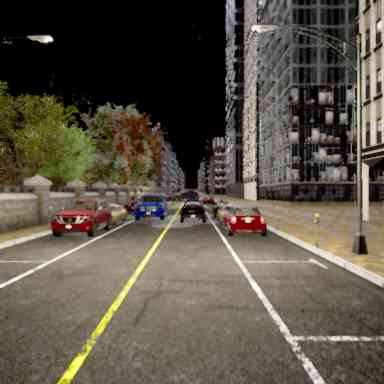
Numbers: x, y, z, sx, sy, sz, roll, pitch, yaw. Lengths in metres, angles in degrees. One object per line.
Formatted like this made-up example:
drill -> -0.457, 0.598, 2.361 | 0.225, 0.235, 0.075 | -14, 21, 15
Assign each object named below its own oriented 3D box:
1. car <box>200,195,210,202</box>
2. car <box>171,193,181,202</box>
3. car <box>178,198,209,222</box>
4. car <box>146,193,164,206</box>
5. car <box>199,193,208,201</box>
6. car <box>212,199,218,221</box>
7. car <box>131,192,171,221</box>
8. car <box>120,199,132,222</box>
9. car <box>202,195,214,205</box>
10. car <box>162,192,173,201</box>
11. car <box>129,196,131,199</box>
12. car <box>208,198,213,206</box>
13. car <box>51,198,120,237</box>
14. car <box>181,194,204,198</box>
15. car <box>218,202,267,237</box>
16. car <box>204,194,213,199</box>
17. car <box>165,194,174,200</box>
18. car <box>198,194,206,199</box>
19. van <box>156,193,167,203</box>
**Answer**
car -> 2.669, 1.303, 68.180 | 1.752, 1.417, 4.829 | 1, 0, 0
car -> -3.031, 1.262, 68.245 | 1.837, 1.490, 4.892 | 0, 0, 0
car -> 0.088, 1.439, 25.757 | 1.837, 1.490, 4.892 | 0, 0, 0
car -> -5.702, 1.161, 51.212 | 2.192, 1.841, 5.009 | 1, 0, 0
car -> 2.665, 1.169, 79.245 | 1.967, 1.590, 4.097 | 1, 0, 0
car -> 2.686, 1.465, 23.660 | 1.752, 1.417, 4.829 | 1, 0, 0
car -> -3.113, 1.153, 26.535 | 2.150, 2.045, 5.566 | 0, 0, 0
car -> -5.694, 1.466, 23.359 | 1.752, 1.417, 4.829 | 1, 0, 0
car -> 2.674, 1.264, 56.774 | 1.967, 1.590, 4.097 | 1, 0, 0
car -> -5.713, 1.044, 79.282 | 2.192, 1.841, 5.009 | 1, 0, 0
car -> -5.696, 1.220, 34.894 | 2.192, 1.841, 5.009 | 1, 0, 0
car -> 2.684, 1.489, 29.170 | 1.947, 1.339, 4.313 | 1, 0, 0
car -> -5.690, 1.271, 17.847 | 2.192, 1.841, 5.009 | 1, 0, 0
car -> 0.083, 1.233, 42.200 | 2.097, 1.767, 4.553 | 0, 0, 0
car -> 2.690, 1.396, 17.809 | 1.967, 1.590, 4.097 | 1, 0, 0
car -> 2.675, 1.428, 51.158 | 1.802, 1.307, 4.206 | 1, 0, 0
car -> -5.718, 1.247, 84.897 | 1.887, 1.381, 4.507 | 1, 0, 0
car -> 2.660, 1.220, 90.480 | 1.887, 1.381, 4.507 | 1, 0, 0
van -> -5.707, 1.142, 62.440 | 1.690, 1.788, 3.998 | 1, 0, 0
